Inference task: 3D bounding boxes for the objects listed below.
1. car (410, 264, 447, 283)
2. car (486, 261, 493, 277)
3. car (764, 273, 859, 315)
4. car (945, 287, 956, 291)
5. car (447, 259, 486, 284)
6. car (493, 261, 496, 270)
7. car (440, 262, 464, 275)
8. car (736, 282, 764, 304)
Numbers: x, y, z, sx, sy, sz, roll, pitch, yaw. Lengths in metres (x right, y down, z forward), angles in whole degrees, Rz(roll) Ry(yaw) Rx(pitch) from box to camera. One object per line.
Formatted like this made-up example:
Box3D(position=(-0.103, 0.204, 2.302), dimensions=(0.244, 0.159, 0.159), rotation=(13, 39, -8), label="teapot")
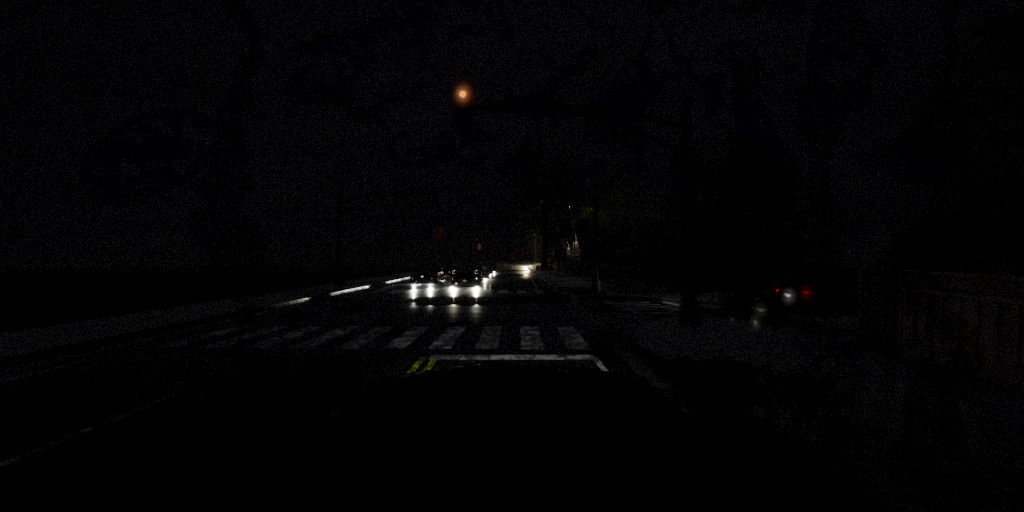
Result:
Box3D(position=(-6.595, 1.335, 28.296), dimensions=(1.994, 1.385, 4.181), rotation=(0, 0, 0), label="car")
Box3D(position=(-3.341, 1.126, 35.665), dimensions=(2.097, 1.767, 4.553), rotation=(0, 0, 0), label="car")
Box3D(position=(12.480, 1.505, 13.657), dimensions=(4.181, 1.385, 1.994), rotation=(1, -2, -2), label="car")
Box3D(position=(22.954, 1.747, 16.900), dimensions=(5.357, 1.411, 2.033), rotation=(1, -2, -3), label="car")
Box3D(position=(-3.304, 1.122, 26.835), dimensions=(2.097, 1.767, 4.553), rotation=(0, 0, -1), label="car")
Box3D(position=(-3.332, 1.304, 44.624), dimensions=(1.812, 1.442, 4.674), rotation=(0, 0, 0), label="car")
Box3D(position=(-6.592, 1.376, 39.913), dimensions=(1.895, 1.301, 4.718), rotation=(0, 0, 0), label="car")
Box3D(position=(13.066, 1.516, 16.532), dimensions=(5.008, 1.535, 1.882), rotation=(1, -2, -2), label="car")
